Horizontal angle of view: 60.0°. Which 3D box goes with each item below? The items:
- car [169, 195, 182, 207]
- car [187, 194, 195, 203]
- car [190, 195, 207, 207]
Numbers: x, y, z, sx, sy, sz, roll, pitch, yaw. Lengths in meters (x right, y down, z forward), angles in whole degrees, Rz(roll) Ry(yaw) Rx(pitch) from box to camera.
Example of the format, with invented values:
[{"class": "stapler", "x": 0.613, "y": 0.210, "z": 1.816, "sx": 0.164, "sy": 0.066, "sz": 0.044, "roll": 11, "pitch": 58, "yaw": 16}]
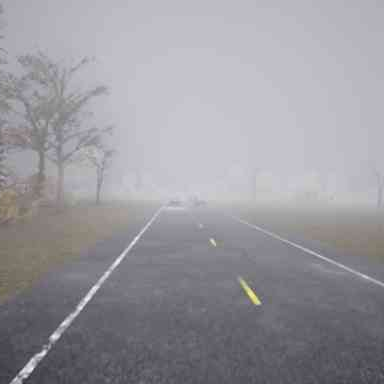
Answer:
[{"class": "car", "x": -2.509, "y": 1.495, "z": 49.605, "sx": 1.895, "sy": 1.301, "sz": 4.718, "roll": 1, "pitch": 0, "yaw": -2}, {"class": "car", "x": 0.164, "y": 1.261, "z": 68.500, "sx": 2.097, "sy": 1.767, "sz": 4.553, "roll": 1, "pitch": 0, "yaw": -2}, {"class": "car", "x": 1.100, "y": 1.551, "z": 50.700, "sx": 1.895, "sy": 1.301, "sz": 4.718, "roll": 1, "pitch": 0, "yaw": -3}]
